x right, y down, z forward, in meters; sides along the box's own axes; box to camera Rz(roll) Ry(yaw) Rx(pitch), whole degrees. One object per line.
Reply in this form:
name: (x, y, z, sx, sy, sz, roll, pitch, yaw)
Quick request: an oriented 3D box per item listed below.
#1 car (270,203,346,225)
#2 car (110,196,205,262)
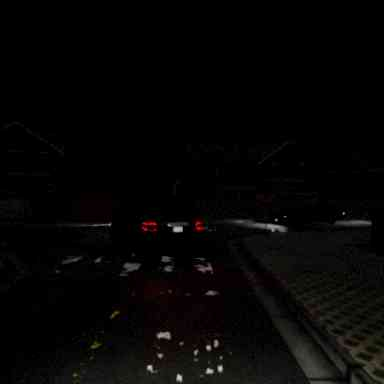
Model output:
car: (8.185, 1.516, 23.366, 5.357, 1.411, 2.033, 1, 0, -21)
car: (-1.444, 1.146, 12.103, 2.150, 2.045, 5.566, 1, 0, -23)
